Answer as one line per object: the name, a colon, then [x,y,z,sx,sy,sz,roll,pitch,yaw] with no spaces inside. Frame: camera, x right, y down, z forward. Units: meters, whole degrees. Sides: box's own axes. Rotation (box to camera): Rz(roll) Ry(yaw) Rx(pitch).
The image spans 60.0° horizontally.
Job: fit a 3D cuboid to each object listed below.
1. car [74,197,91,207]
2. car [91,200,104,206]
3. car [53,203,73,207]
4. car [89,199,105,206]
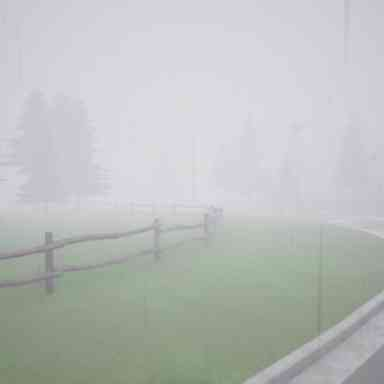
car: [-24.567,2.158,71.130,2.150,2.045,5.566,0,-1,-45]
car: [-22.090,2.432,73.604,1.837,1.490,4.892,0,-1,-45]
car: [-26.984,2.485,68.600,1.994,1.385,4.181,0,-1,-45]
car: [-22.619,2.514,79.121,1.812,1.442,4.674,0,-1,-45]
